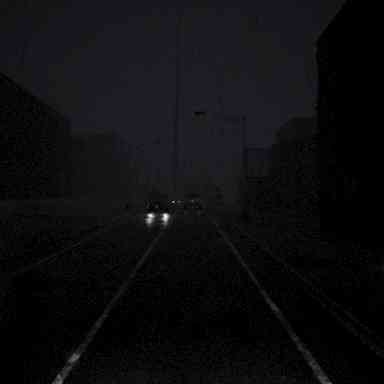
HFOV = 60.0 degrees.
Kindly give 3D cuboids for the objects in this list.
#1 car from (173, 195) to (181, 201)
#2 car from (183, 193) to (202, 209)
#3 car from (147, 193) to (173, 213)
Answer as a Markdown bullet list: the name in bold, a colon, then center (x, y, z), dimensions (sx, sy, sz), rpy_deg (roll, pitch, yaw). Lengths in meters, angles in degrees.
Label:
- **car**: center (-3.560, 1.342, 77.060), dimensions (1.994, 1.385, 4.181), rpy_deg (0, 0, 0)
- **car**: center (0.085, 1.087, 42.994), dimensions (2.150, 2.045, 5.566), rpy_deg (0, 0, 1)
- **car**: center (-3.498, 1.104, 35.607), dimensions (2.150, 2.045, 5.566), rpy_deg (0, 0, 0)
